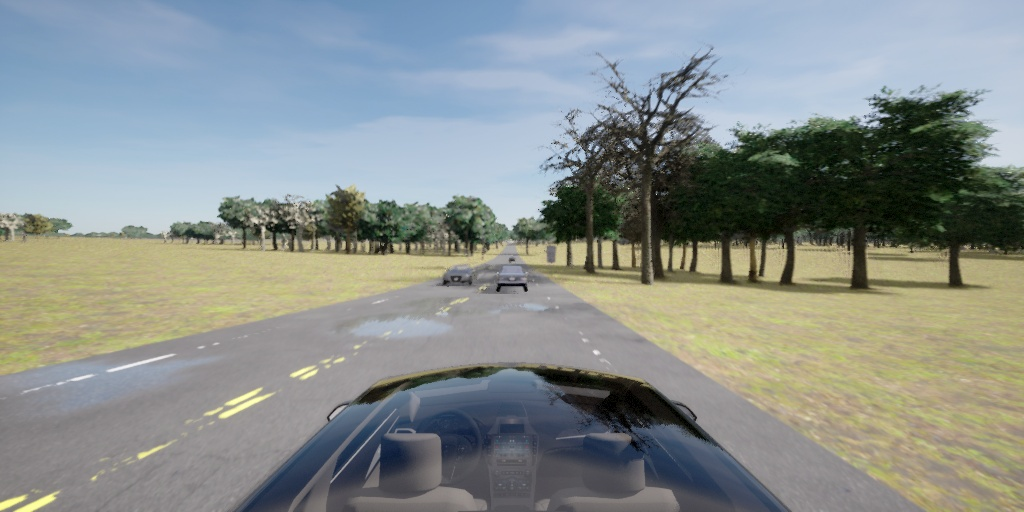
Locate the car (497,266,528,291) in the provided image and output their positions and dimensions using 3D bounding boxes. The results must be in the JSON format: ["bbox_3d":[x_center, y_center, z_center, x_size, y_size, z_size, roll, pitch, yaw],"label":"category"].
[{"bbox_3d":[0.008,1.315,22.190,2.033,1.411,5.357,0,0,0],"label":"car"}]

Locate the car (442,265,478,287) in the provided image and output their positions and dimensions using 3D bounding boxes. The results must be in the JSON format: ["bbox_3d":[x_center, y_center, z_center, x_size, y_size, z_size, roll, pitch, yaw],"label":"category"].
[{"bbox_3d":[-3.540,1.291,25.012,1.994,1.385,4.181,0,0,2],"label":"car"}]
